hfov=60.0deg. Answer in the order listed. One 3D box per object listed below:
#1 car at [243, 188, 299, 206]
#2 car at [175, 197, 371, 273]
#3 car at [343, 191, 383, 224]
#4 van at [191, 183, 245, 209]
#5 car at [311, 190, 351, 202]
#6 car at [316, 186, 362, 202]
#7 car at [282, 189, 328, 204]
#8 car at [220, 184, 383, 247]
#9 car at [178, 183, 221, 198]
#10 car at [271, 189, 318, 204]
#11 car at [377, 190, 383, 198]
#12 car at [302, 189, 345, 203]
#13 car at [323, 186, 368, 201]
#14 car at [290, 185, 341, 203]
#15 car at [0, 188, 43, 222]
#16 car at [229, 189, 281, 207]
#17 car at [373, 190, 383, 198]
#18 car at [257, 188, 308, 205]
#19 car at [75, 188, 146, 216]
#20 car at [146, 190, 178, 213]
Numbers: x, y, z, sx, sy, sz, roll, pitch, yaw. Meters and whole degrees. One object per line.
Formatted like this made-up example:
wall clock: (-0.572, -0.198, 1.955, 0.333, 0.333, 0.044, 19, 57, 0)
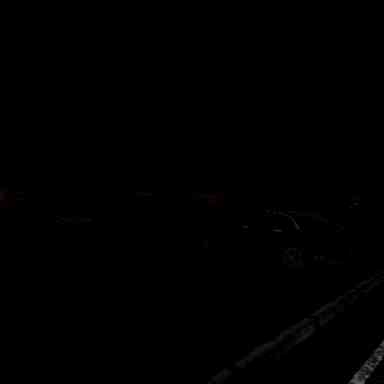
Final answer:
car: (8.185, 0.475, 34.676, 5.366, 1.575, 1.946, 4, 3, 44)
car: (2.080, 1.134, 9.648, 4.892, 1.521, 2.231, 4, 3, 44)
car: (11.791, 0.951, 19.748, 4.553, 1.767, 2.185, 4, 3, 44)
van: (2.202, 0.247, 28.833, 4.442, 1.987, 1.878, 4, 3, 44)
car: (19.500, 0.501, 46.805, 4.674, 1.452, 2.002, 4, 2, 44)
car: (21.536, 0.216, 48.882, 5.566, 2.045, 2.435, 4, 2, 44)
car: (13.797, 0.488, 40.871, 4.792, 1.488, 2.163, 4, 3, 44)
car: (4.001, 0.862, 11.686, 5.566, 2.045, 2.435, 4, 3, 44)
car: (0.384, 0.361, 26.725, 4.553, 1.767, 2.185, 4, 3, 44)
car: (11.917, 0.494, 38.816, 4.792, 1.488, 2.163, 4, 3, 44)
car: (42.802, 0.535, 70.971, 5.366, 1.575, 1.946, 4, 2, 44)
car: (17.667, 0.460, 44.877, 5.008, 1.535, 2.097, 4, 2, 44)
car: (23.373, 0.221, 50.809, 5.566, 2.045, 2.435, 4, 2, 44)
car: (15.769, 0.209, 42.837, 5.566, 2.045, 2.435, 4, 3, 44)
car: (-9.269, 0.557, 16.691, 5.008, 1.535, 2.097, 4, 3, 44)
car: (6.128, 0.512, 32.789, 4.674, 1.452, 2.002, 4, 3, 44)
car: (40.747, 0.524, 69.093, 4.892, 1.521, 2.231, 4, 2, 44)
car: (9.978, 0.466, 36.816, 5.008, 1.535, 2.097, 4, 3, 44)
car: (-5.424, 0.517, 20.719, 5.008, 1.535, 2.097, 4, 3, 44)
car: (-3.495, 0.544, 22.731, 4.674, 1.452, 2.002, 4, 3, 44)
